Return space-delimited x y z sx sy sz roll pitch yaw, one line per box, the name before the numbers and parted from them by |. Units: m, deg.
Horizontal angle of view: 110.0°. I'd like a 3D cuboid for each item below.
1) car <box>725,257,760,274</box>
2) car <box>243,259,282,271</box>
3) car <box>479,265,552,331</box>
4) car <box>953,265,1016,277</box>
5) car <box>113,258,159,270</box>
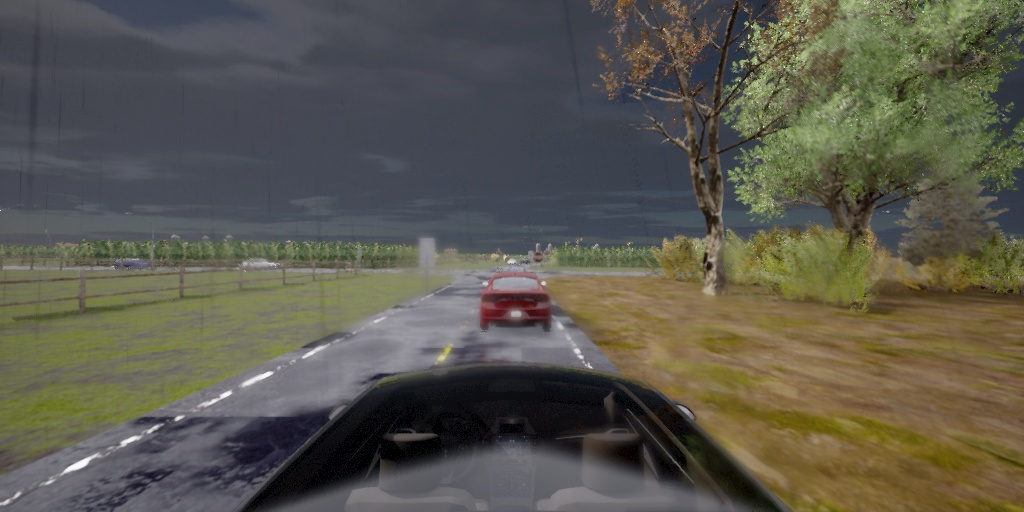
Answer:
car | 28.208 1.177 43.206 5.566 2.045 2.150 1 0 6
car | -30.075 1.084 43.508 4.674 1.442 1.812 0 0 2
car | 0.089 1.230 11.066 1.882 1.535 5.008 0 0 0
car | 48.542 1.608 37.209 5.357 1.411 2.033 0 0 8
car | -46.492 0.963 44.325 4.674 1.442 1.812 1 0 4
